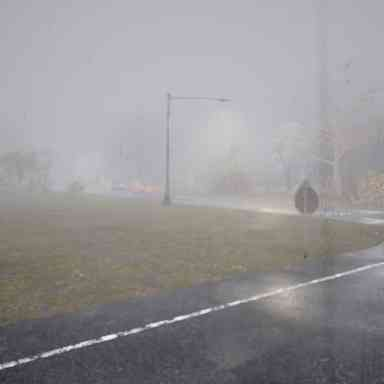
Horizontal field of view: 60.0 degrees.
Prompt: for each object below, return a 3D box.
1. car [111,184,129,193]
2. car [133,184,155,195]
[{"bbox_3d":[-13.603,-0.718,62.737,1.882,1.535,5.008,0,2,-36],"label":"car"},{"bbox_3d":[-7.993,-0.534,54.915,2.097,1.767,4.553,0,2,-36],"label":"car"}]
